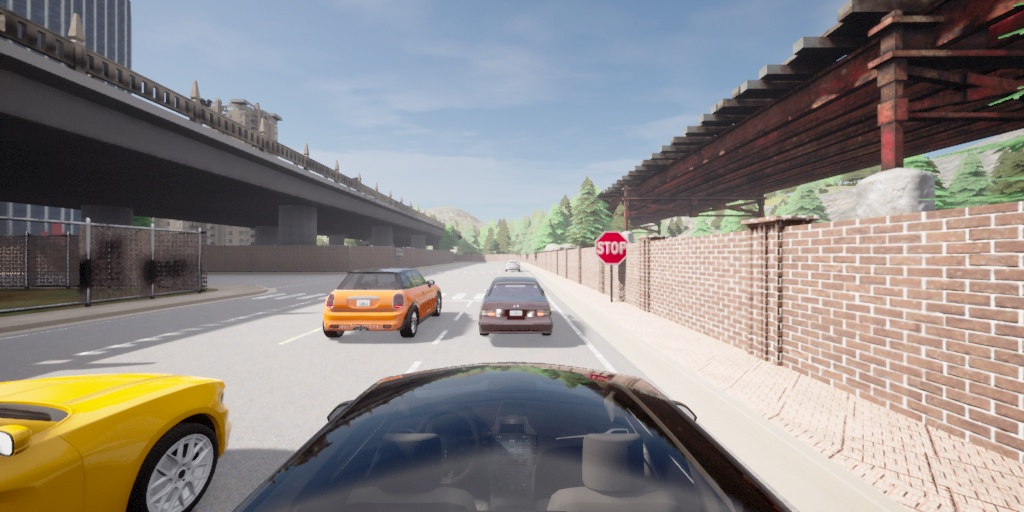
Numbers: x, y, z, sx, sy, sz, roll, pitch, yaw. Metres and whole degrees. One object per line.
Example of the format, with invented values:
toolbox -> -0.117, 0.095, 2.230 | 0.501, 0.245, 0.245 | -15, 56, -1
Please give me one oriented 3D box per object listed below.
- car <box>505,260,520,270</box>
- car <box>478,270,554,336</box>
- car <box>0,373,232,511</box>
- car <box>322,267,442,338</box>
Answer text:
car -> 0.113, 1.272, 46.246 | 1.812, 1.442, 4.674 | 0, 0, -1
car -> 0.088, 1.297, 10.369 | 2.033, 1.411, 5.357 | 0, 0, 0
car -> -3.397, 1.228, 1.092 | 1.882, 1.535, 5.008 | 0, 0, 0
car -> -3.413, 1.101, 10.349 | 2.097, 1.767, 4.553 | 0, 0, 0
